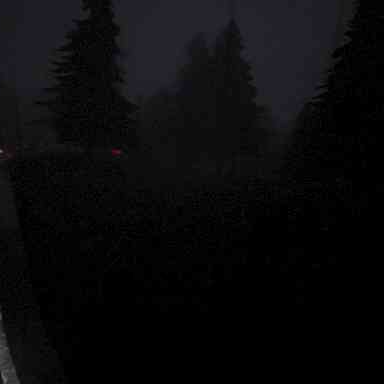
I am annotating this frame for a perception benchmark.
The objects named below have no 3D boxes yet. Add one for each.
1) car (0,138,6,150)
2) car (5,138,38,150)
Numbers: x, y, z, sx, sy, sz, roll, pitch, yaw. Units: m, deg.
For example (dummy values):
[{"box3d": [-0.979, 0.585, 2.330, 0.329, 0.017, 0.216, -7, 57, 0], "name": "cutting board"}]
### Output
[{"box3d": [-23.043, -5.936, 41.081, 2.033, 1.411, 5.357, 5, 7, -2], "name": "car"}, {"box3d": [-19.426, -5.323, 38.697, 1.812, 1.442, 4.674, 4, 8, -7], "name": "car"}]
